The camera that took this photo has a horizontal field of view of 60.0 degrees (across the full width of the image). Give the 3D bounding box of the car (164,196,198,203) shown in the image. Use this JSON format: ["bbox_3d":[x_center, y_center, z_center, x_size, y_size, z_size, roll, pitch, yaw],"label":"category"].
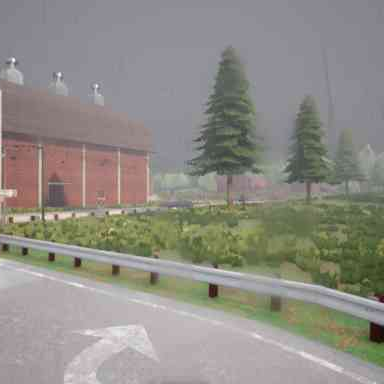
[{"bbox_3d":[-2.000,1.570,43.975,2.033,1.411,5.357,0,0,37],"label":"car"}]

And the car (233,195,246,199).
[{"bbox_3d":[7.813,1.241,56.945,1.837,1.490,4.892,0,0,37],"label":"car"}]
